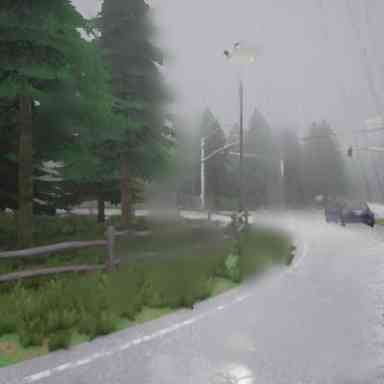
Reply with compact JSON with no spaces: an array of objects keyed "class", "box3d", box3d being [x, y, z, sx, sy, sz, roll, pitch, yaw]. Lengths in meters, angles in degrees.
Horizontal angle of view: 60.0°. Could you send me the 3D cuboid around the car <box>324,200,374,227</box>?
[{"class":"car","box3d":[10.904,1.402,23.411,2.097,1.767,4.553,0,0,6]}]
